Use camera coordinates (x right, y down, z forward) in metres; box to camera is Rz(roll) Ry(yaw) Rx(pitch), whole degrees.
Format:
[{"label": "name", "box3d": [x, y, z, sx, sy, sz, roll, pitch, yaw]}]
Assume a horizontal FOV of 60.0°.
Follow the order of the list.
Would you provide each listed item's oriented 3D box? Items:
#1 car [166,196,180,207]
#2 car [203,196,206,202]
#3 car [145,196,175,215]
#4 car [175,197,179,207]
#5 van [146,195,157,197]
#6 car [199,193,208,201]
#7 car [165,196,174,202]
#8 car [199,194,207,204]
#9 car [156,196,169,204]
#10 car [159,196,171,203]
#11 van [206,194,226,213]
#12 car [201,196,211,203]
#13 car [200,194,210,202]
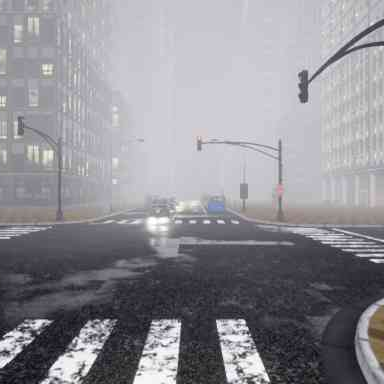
[{"label": "car", "box3d": [-3.044, 1.477, 53.235, 1.882, 1.535, 5.008, 0, 0, 1]}, {"label": "car", "box3d": [2.693, 1.544, 41.462, 1.887, 1.381, 4.507, 0, 0, 0]}, {"label": "car", "box3d": [-3.176, 1.491, 33.311, 2.128, 1.511, 4.902, 0, 0, -1]}, {"label": "car", "box3d": [-3.112, 1.547, 43.096, 2.033, 1.411, 5.357, 0, 0, 0]}, {"label": "van", "box3d": [-5.679, 1.340, 47.045, 1.690, 1.788, 3.998, 0, 0, 0]}, {"label": "car", "box3d": [2.922, 1.309, 85.773, 2.192, 1.841, 5.009, 0, 0, 0]}, {"label": "car", "box3d": [-5.491, 1.577, 80.281, 1.802, 1.307, 4.206, 0, 0, 0]}, {"label": "car", "box3d": [2.796, 1.313, 63.616, 2.192, 1.841, 5.009, 0, 0, 0]}, {"label": "car", "box3d": [-5.585, 1.564, 63.663, 1.947, 1.339, 4.313, 0, 0, 0]}, {"label": "car", "box3d": [-5.554, 1.548, 69.201, 2.008, 1.369, 4.403, 0, 0, 0]}, {"label": "van", "box3d": [2.752, 1.340, 35.923, 1.690, 1.788, 3.998, 0, 0, 0]}, {"label": "car", "box3d": [2.826, 1.542, 69.155, 1.887, 1.381, 4.507, 0, 0, 0]}, {"label": "car", "box3d": [2.859, 1.311, 74.695, 2.192, 1.841, 5.009, 0, 0, 0]}]
